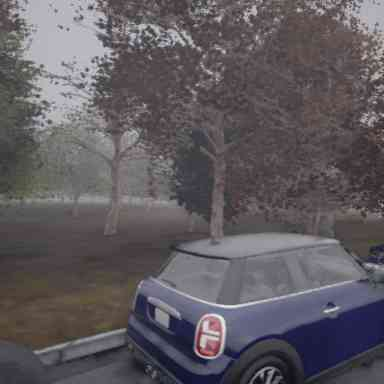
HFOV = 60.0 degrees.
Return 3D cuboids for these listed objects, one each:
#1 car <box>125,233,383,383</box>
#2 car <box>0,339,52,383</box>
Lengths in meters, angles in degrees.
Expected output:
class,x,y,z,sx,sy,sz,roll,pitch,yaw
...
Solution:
class,x,y,z,sx,sy,sz,roll,pitch,yaw
car,1.450,1.379,4.796,4.553,1.767,2.185,0,-1,-33
car,-3.193,1.490,1.473,4.892,1.521,2.231,0,0,-33
